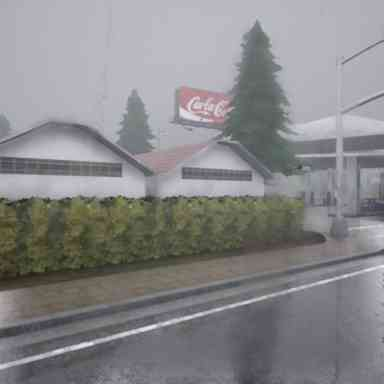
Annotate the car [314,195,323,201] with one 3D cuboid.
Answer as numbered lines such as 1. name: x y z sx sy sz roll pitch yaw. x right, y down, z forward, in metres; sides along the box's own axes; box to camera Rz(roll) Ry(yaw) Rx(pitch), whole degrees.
1. car: 33.209 1.570 89.696 2.152 1.636 5.027 0 0 -36

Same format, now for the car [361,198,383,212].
1. car: 22.114 1.605 40.208 4.611 1.667 2.242 0 0 -36
